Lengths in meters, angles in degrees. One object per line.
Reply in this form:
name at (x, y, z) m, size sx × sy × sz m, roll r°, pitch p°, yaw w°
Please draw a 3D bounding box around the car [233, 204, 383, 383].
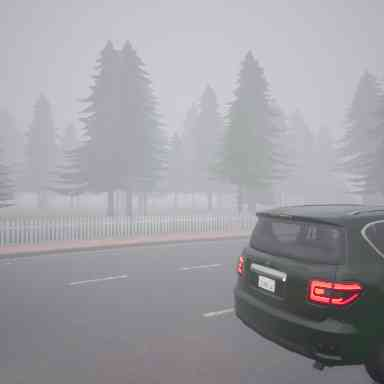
car at (3.305, 1.222, 5.349) m, size 5.566 × 2.045 × 2.150 m, roll 0°, pitch 0°, yaw -27°
